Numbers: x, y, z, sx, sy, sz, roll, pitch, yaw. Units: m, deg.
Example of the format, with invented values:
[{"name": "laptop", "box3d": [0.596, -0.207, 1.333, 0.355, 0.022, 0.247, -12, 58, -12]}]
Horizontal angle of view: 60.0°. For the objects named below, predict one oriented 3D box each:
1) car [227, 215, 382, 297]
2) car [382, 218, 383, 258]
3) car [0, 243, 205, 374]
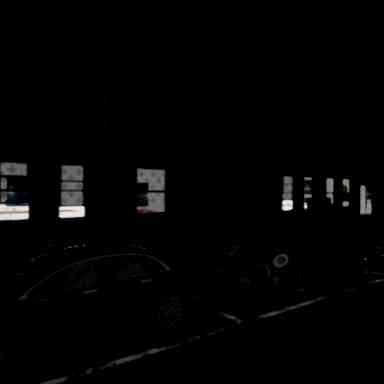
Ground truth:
[{"name": "car", "box3d": [2.815, 1.456, 8.568, 4.097, 1.590, 1.967, 0, 0, -35]}, {"name": "car", "box3d": [7.449, 1.578, 11.872, 4.403, 1.369, 2.008, 0, 0, -35]}, {"name": "car", "box3d": [-1.821, 1.554, 5.262, 4.403, 1.369, 2.008, 0, 0, -35]}]
